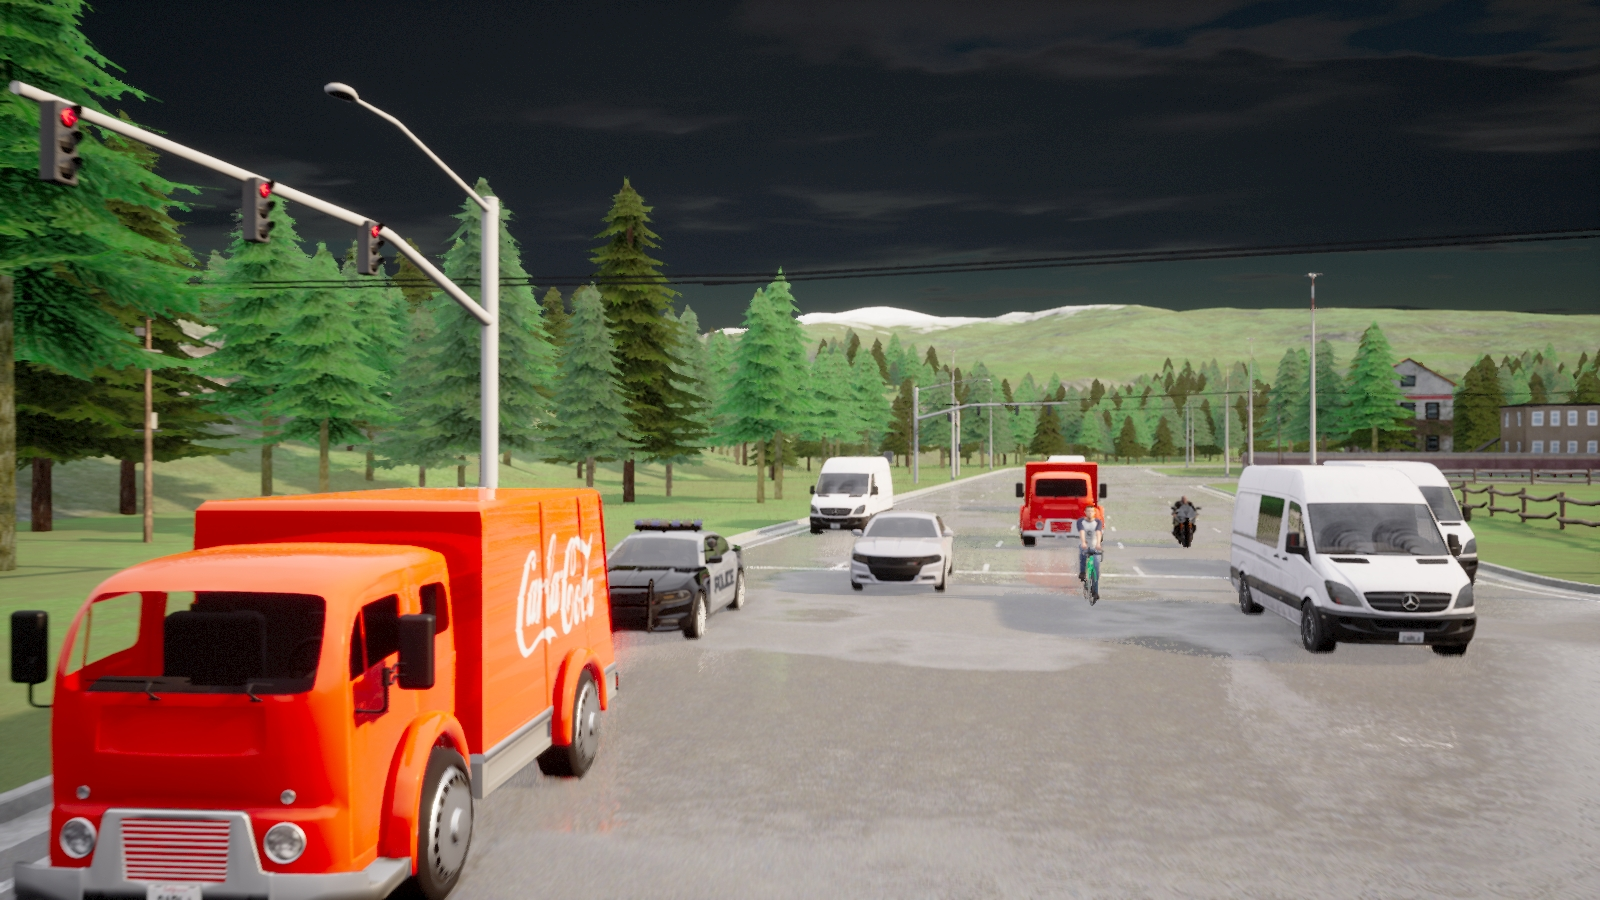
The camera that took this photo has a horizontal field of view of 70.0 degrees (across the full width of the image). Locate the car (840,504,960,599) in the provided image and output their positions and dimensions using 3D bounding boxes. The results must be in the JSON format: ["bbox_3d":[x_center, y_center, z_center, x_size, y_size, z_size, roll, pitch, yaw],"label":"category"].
[{"bbox_3d":[2.233,2.041,24.210,2.097,1.535,5.006,0,0,10],"label":"car"}]

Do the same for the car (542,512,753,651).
[{"bbox_3d":[-2.267,1.987,18.649,2.097,1.638,5.238,0,0,8],"label":"car"}]

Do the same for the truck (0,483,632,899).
[{"bbox_3d":[-3.141,1.569,8.670,2.627,2.467,5.204,0,0,4],"label":"truck"}]

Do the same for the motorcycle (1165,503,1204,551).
[{"bbox_3d":[11.221,2.216,33.386,0.867,1.251,2.209,0,0,13],"label":"motorcycle"}]

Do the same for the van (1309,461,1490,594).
[{"bbox_3d":[13.099,1.544,25.419,1.988,2.561,5.915,0,0,11],"label":"van"}]

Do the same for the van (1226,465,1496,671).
[{"bbox_3d":[8.292,1.541,17.615,1.988,2.561,5.915,0,0,8],"label":"van"}]

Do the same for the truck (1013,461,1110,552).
[{"bbox_3d":[7.805,1.582,34.156,2.627,2.467,5.204,0,0,13],"label":"truck"}]

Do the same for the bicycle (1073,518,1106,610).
[{"bbox_3d":[5.307,2.063,21.004,0.373,1.496,1.643,1,1,8],"label":"bicycle"}]

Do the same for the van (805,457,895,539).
[{"bbox_3d":[1.826,1.546,39.249,1.988,2.561,5.915,0,0,14],"label":"van"}]
